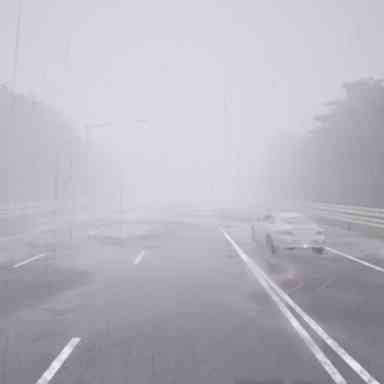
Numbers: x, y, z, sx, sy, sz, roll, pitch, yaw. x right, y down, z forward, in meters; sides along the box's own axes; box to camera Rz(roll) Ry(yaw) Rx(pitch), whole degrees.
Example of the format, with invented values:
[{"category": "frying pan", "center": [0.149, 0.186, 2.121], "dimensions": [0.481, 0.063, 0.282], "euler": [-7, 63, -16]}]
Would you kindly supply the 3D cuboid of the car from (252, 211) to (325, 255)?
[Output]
[{"category": "car", "center": [3.608, 1.480, 13.027], "dimensions": [1.812, 1.442, 4.674], "euler": [0, 0, -1]}]
